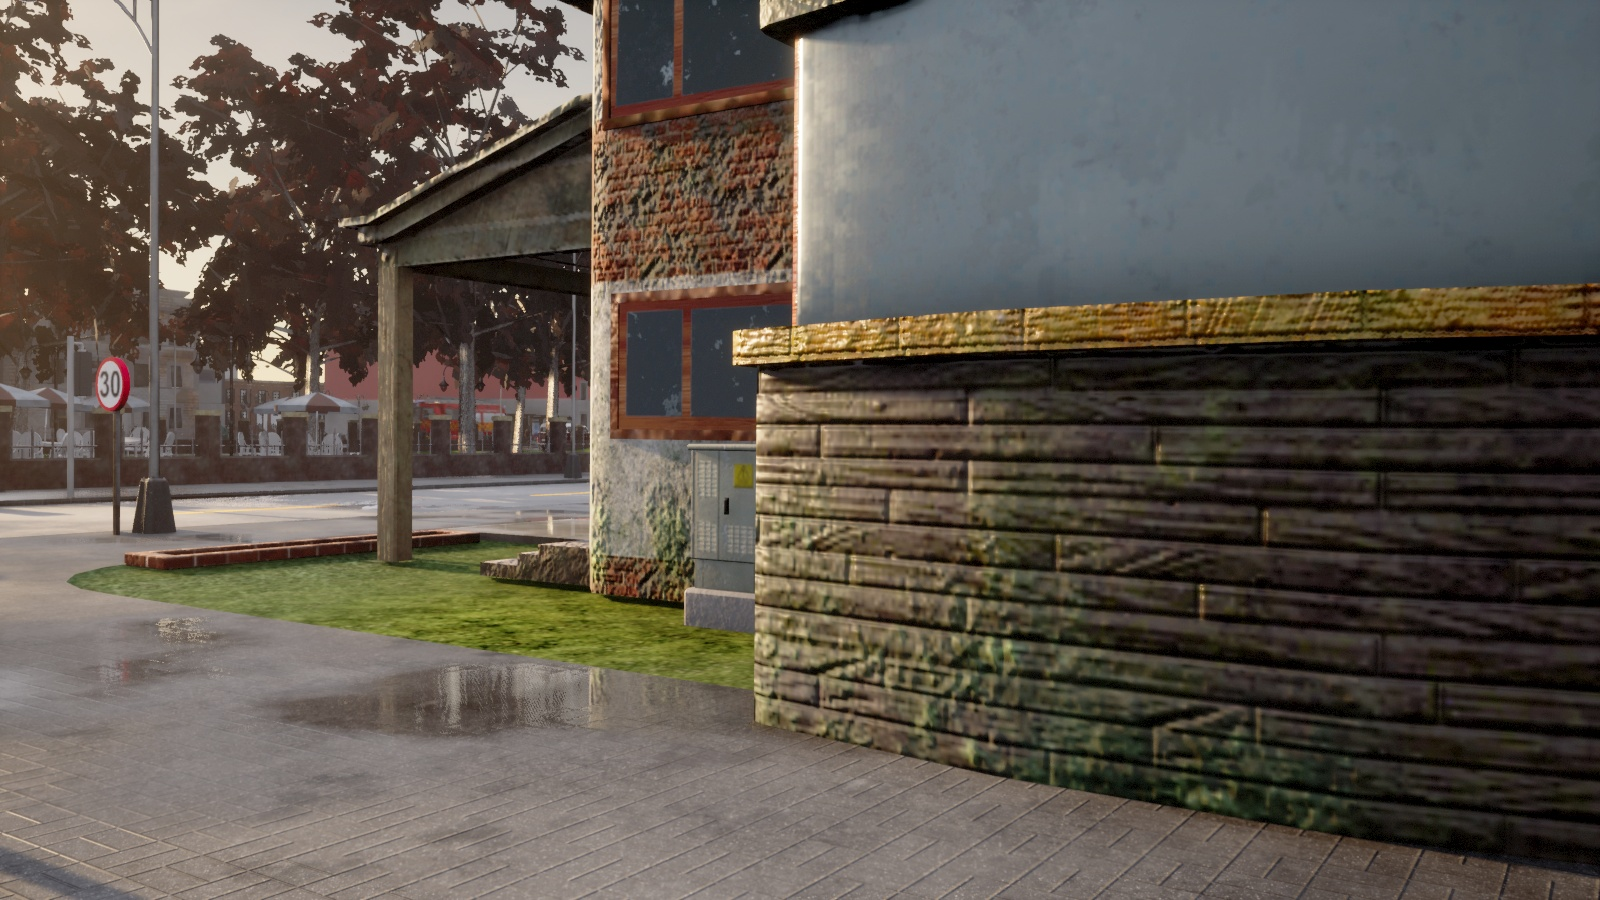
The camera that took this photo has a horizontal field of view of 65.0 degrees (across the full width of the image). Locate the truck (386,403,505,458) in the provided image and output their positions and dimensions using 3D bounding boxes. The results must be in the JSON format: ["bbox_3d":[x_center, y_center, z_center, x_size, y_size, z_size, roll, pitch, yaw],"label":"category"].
[{"bbox_3d":[-25.758,-1.451,91.617,2.891,3.827,8.468,0,1,33],"label":"truck"}]

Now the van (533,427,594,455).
[{"bbox_3d":[-18.045,-0.693,96.037,2.069,2.038,4.480,0,1,34],"label":"van"}]
